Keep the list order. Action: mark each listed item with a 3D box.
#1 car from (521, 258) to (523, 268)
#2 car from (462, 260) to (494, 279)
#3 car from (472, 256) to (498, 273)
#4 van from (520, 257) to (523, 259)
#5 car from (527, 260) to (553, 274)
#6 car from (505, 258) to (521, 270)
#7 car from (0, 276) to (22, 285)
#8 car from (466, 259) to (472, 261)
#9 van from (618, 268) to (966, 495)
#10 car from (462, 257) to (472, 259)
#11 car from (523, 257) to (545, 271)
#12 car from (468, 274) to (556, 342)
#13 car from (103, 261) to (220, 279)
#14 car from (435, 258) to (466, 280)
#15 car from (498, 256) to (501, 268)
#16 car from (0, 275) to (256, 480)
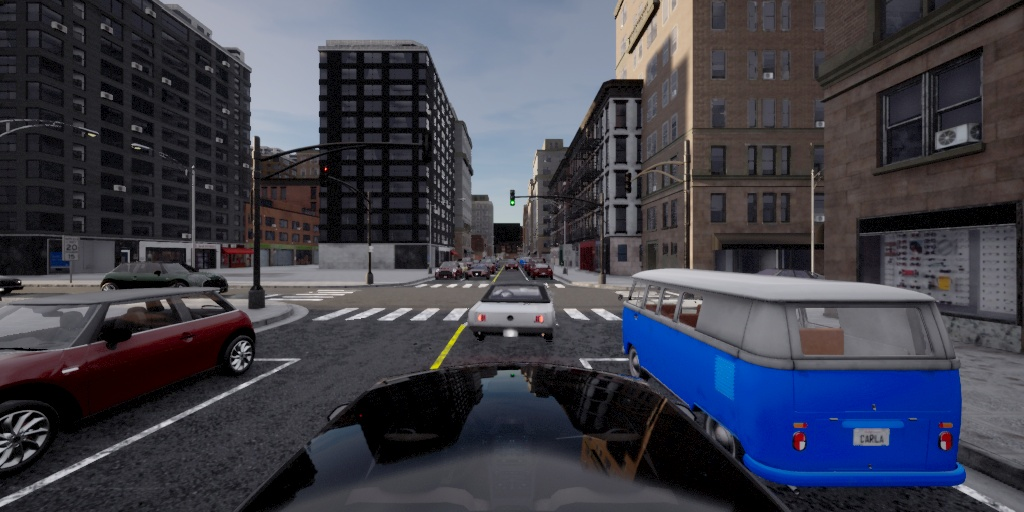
[{"bbox_3d":[2.512,1.294,47.588,1.888,1.381,4.507,0,0,0],"label":"car"},{"bbox_3d":[-2.932,1.314,31.516,1.994,1.385,4.181,0,0,-1],"label":"car"},{"bbox_3d":[-2.938,1.102,40.136,2.097,1.767,4.553,0,0,0],"label":"car"},{"bbox_3d":[2.496,1.088,52.998,1.690,1.789,3.998,0,0,0],"label":"van"},{"bbox_3d":[2.557,1.295,31.359,1.888,1.381,4.507,0,0,0],"label":"car"},{"bbox_3d":[-0.040,1.349,51.575,1.895,1.301,4.718,0,0,0],"label":"car"},{"bbox_3d":[-26.353,1.160,16.627,5.357,1.411,2.033,0,0,0],"label":"car"},{"bbox_3d":[-5.483,1.275,36.576,1.751,1.417,4.829,0,0,0],"label":"car"},{"bbox_3d":[2.632,1.091,4.479,1.690,1.789,3.998,0,0,0],"label":"van"},{"bbox_3d":[-5.498,1.064,42.155,2.192,1.841,5.009,0,0,0],"label":"car"},{"bbox_3d":[2.542,1.065,36.768,2.192,1.841,5.009,0,0,0],"label":"car"},{"bbox_3d":[0.231,1.351,9.824,1.895,1.301,4.718,0,0,7],"label":"car"},{"bbox_3d":[-15.961,1.023,16.664,4.553,1.767,2.097,0,0,0],"label":"car"},{"bbox_3d":[-5.468,1.190,31.337,1.967,1.591,4.097,0,0,0],"label":"car"},{"bbox_3d":[-2.967,1.101,49.011,2.097,1.767,4.553,0,0,0],"label":"car"},{"bbox_3d":[-5.393,1.190,4.457,1.967,1.591,4.097,0,0,0],"label":"car"}]
